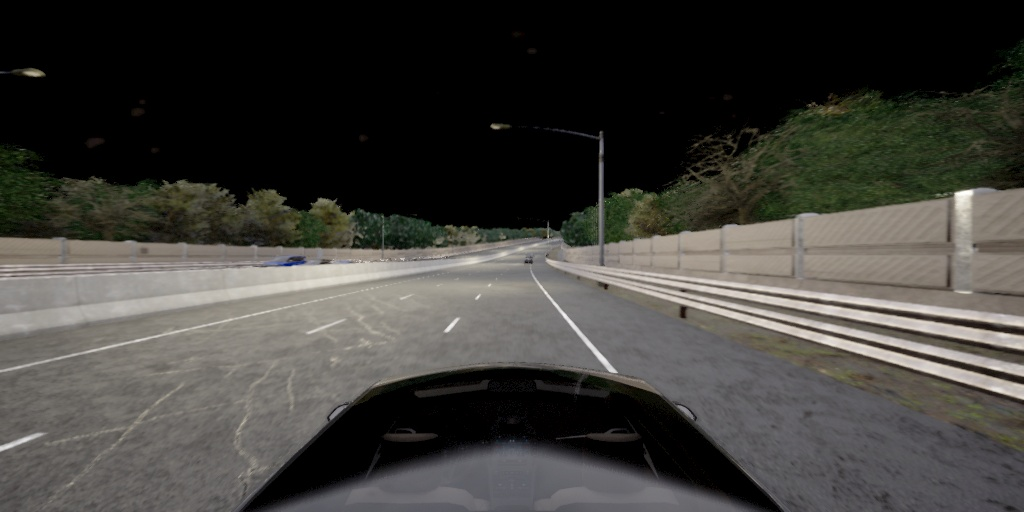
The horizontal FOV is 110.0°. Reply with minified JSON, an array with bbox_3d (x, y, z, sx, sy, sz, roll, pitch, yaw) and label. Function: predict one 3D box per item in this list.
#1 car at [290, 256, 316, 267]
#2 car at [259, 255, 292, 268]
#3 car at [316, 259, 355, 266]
[{"bbox_3d":[-20.563,1.117,37.725,2.097,1.767,4.553,0,0,2],"label":"car"},{"bbox_3d":[-24.053,0.968,38.130,2.150,2.045,5.566,0,0,2],"label":"car"},{"bbox_3d":[-17.130,1.251,36.056,1.882,1.535,5.008,0,1,2],"label":"car"}]
